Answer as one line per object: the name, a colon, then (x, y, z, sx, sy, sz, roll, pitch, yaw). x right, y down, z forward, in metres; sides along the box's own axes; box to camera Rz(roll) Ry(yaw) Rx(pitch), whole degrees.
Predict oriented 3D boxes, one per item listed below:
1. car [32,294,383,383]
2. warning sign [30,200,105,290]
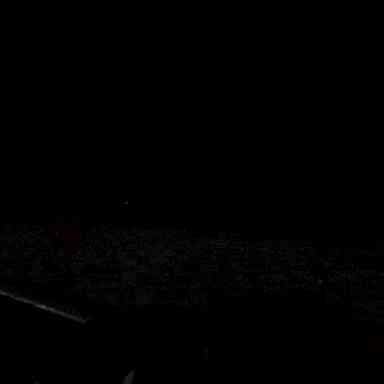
car: (0.532, 1.547, 2.582, 4.507, 1.381, 1.887, 0, 0, 35)
warning sign: (-2.910, 1.136, 7.853, 1.060, 1.860, 1.300, 0, 0, 35)
